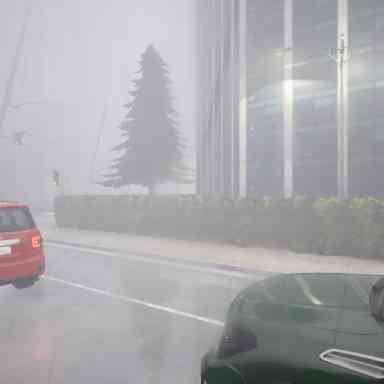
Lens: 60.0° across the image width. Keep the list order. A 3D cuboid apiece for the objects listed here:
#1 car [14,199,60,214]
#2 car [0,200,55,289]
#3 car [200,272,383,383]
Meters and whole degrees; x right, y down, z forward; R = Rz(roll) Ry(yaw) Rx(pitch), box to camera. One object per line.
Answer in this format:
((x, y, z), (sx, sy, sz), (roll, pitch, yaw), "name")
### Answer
((-17.178, 1.564, 37.017), (1.994, 1.385, 4.181), (0, 0, 36), "car")
((-5.740, 1.221, 8.023), (5.566, 2.045, 2.150), (0, 0, 38), "car")
((2.730, 1.221, 2.043), (5.566, 2.045, 2.150), (0, 0, 36), "car")
